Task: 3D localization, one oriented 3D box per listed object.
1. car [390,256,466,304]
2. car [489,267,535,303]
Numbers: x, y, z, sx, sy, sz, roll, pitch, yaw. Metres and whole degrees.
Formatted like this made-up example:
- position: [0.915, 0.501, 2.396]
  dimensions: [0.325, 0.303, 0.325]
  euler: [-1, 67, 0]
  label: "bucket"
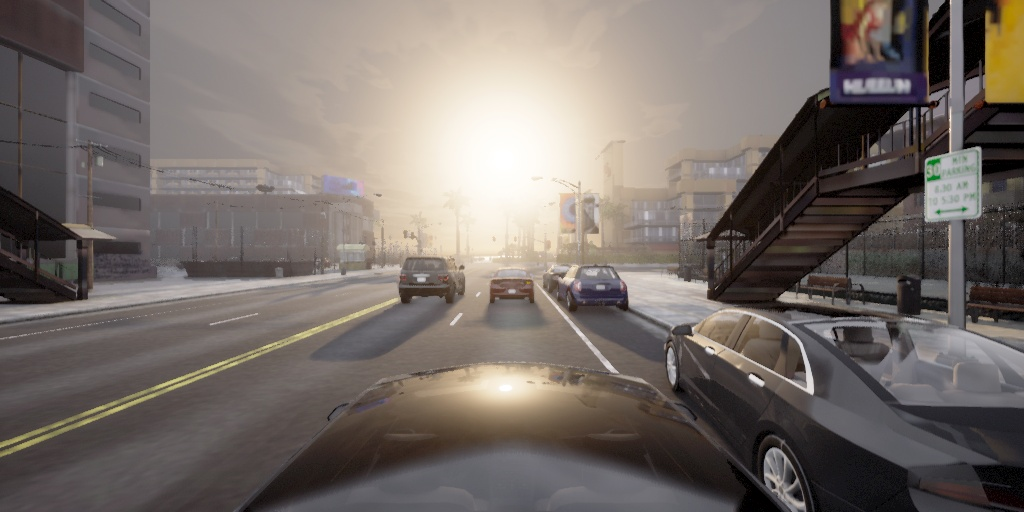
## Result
- position: [-3.500, 1.005, 16.527]
  dimensions: [2.150, 2.045, 5.566]
  euler: [0, 0, 0]
  label: "car"
- position: [0.000, 1.232, 16.497]
  dimensions: [1.882, 1.535, 5.008]
  euler: [0, 0, 0]
  label: "car"
